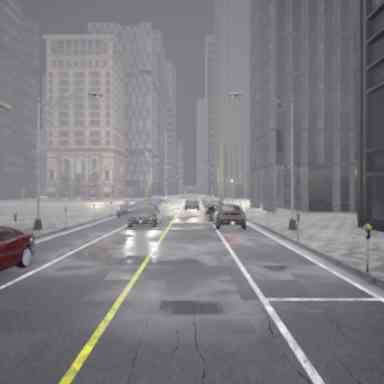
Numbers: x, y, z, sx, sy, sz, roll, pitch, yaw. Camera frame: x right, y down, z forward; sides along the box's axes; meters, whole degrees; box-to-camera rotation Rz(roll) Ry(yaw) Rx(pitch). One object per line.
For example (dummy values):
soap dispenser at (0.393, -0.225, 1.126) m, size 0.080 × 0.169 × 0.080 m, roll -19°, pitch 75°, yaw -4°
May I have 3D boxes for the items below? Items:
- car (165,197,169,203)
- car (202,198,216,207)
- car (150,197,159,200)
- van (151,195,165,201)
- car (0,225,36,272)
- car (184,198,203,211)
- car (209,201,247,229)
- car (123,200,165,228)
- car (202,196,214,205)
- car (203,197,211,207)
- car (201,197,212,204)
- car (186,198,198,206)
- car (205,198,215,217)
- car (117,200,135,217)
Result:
car at (-5.763, 1.644, 70.690) m, size 2.008 × 1.369 × 4.403 m, roll 0°, pitch 0°, yaw 0°
car at (2.762, 1.630, 53.767) m, size 2.008 × 1.369 × 4.403 m, roll 0°, pitch 0°, yaw 0°
car at (-5.764, 1.634, 42.485) m, size 1.947 × 1.339 × 4.313 m, roll 0°, pitch 0°, yaw 0°
van at (-5.764, 1.421, 53.767) m, size 1.690 × 1.788 × 3.998 m, roll 0°, pitch 0°, yaw 0°
car at (-5.766, 1.561, 8.639) m, size 1.887 × 1.381 × 4.507 m, roll 0°, pitch 0°, yaw 0°
car at (0.026, 1.560, 42.585) m, size 2.128 × 1.511 × 4.902 m, roll 0°, pitch 0°, yaw 0°
car at (2.357, 1.543, 21.659) m, size 1.837 × 1.490 × 4.892 m, roll 0°, pitch 0°, yaw 0°
car at (-3.099, 1.544, 22.392) m, size 1.837 × 1.490 × 4.892 m, roll 0°, pitch 0°, yaw 0°
car at (2.762, 1.524, 59.409) m, size 1.967 × 1.590 × 4.097 m, roll 0°, pitch 0°, yaw 0°
car at (2.761, 1.599, 48.297) m, size 1.752 × 1.417 × 4.829 m, roll 0°, pitch 0°, yaw 0°
car at (2.762, 1.640, 65.049) m, size 2.008 × 1.369 × 4.403 m, roll 0°, pitch 0°, yaw 0°
car at (0.002, 1.683, 56.186) m, size 1.895 × 1.301 × 4.718 m, roll 0°, pitch 0°, yaw 0°
car at (2.761, 1.626, 36.845) m, size 1.947 × 1.339 × 4.313 m, roll 0°, pitch 0°, yaw 0°
car at (-5.765, 1.493, 31.203) m, size 1.967 × 1.590 × 4.097 m, roll 0°, pitch 0°, yaw 0°
